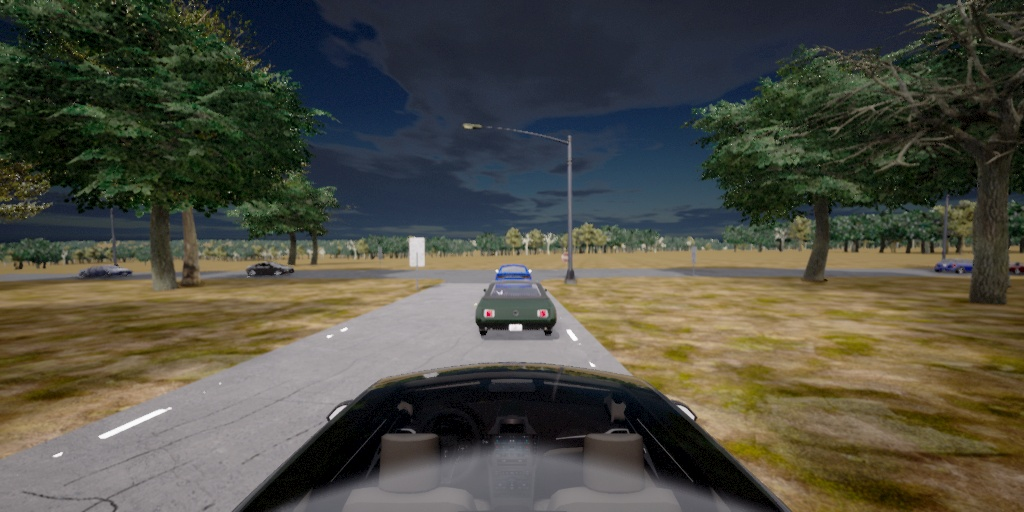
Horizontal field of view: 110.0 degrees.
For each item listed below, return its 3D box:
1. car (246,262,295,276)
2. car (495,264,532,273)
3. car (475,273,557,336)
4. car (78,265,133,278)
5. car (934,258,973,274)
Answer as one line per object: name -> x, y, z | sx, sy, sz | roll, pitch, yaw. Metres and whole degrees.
car -> -26.803, 1.444, 39.817 | 4.892, 1.490, 1.837 | -1, 2, 4
car -> 0.078, 1.186, 19.750 | 1.882, 1.535, 5.008 | 0, 0, 0
car -> 0.094, 1.329, 10.334 | 1.895, 1.301, 4.718 | 0, 0, 0
car -> -47.353, 1.767, 41.742 | 5.357, 1.411, 2.033 | -1, 2, 7
car -> 50.645, 1.061, 40.363 | 4.553, 1.767, 2.097 | 0, 2, -5
